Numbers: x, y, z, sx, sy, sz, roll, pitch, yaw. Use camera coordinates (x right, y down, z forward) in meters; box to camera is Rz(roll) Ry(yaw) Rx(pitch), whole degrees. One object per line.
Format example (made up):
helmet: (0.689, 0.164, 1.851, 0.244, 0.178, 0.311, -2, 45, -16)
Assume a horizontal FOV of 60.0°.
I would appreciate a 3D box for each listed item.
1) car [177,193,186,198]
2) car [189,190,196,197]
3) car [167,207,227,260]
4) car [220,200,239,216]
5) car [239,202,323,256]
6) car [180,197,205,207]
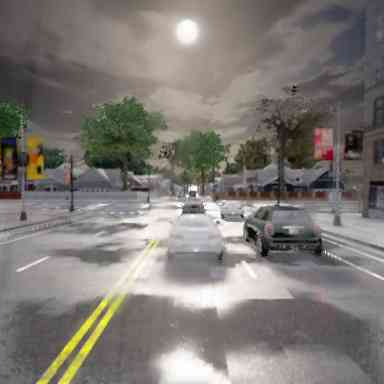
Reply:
car: (-2.716, 0.907, 87.204, 1.994, 1.385, 4.181, 0, 0, 1)
car: (0.080, 0.833, 90.880, 1.837, 1.490, 4.892, 0, 0, 1)
car: (0.100, 1.483, 12.197, 1.812, 1.442, 4.674, 0, 0, 0)
car: (3.450, 1.453, 28.852, 1.812, 1.442, 4.674, 0, 0, 3)
car: (3.350, 1.306, 13.074, 2.097, 1.767, 4.553, 0, 0, 0)
car: (0.069, 1.432, 28.121, 1.837, 1.490, 4.892, 0, 0, -1)
